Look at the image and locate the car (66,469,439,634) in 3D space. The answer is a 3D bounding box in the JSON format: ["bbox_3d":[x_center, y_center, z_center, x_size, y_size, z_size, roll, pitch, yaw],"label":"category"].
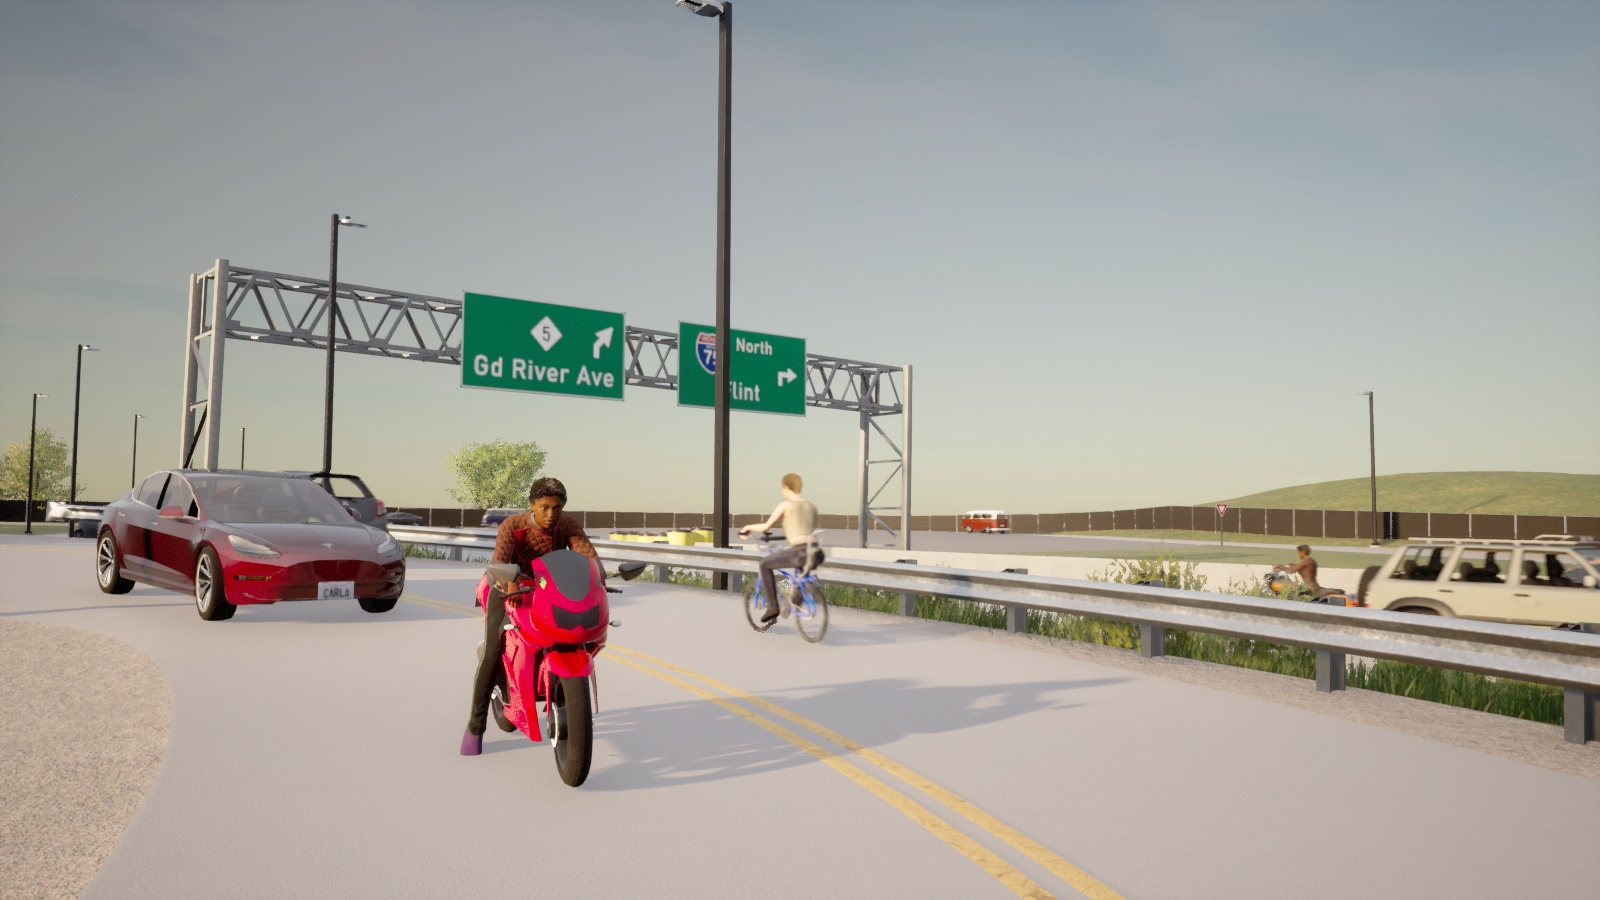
[{"bbox_3d":[-6.269,1.006,14.076,4.792,1.488,2.163,0,-2,45],"label":"car"}]

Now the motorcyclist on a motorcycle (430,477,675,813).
[{"bbox_3d":[-1.418,0.918,6.837,0.797,1.523,2.044,1,-1,-26],"label":"motorcyclist on a motorcycle"}]

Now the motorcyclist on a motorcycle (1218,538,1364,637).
[{"bbox_3d":[8.783,2.427,22.558,0.766,1.649,2.350,3,-4,-40],"label":"motorcyclist on a motorcycle"}]

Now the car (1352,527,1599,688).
[{"bbox_3d":[9.755,1.947,15.987,1.932,1.855,4.605,3,-4,-40],"label":"car"}]

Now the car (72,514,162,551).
[{"bbox_3d":[-31.111,3.741,57.188,3.988,1.617,1.851,-1,-4,33],"label":"car"}]

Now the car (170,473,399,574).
[{"bbox_3d":[-8.630,1.187,20.948,3.633,1.501,1.845,0,-3,36],"label":"car"}]

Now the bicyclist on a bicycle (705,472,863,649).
[{"bbox_3d":[-0.182,1.034,12.352,0.866,1.612,1.509,2,-2,-33],"label":"bicyclist on a bicycle"}]
